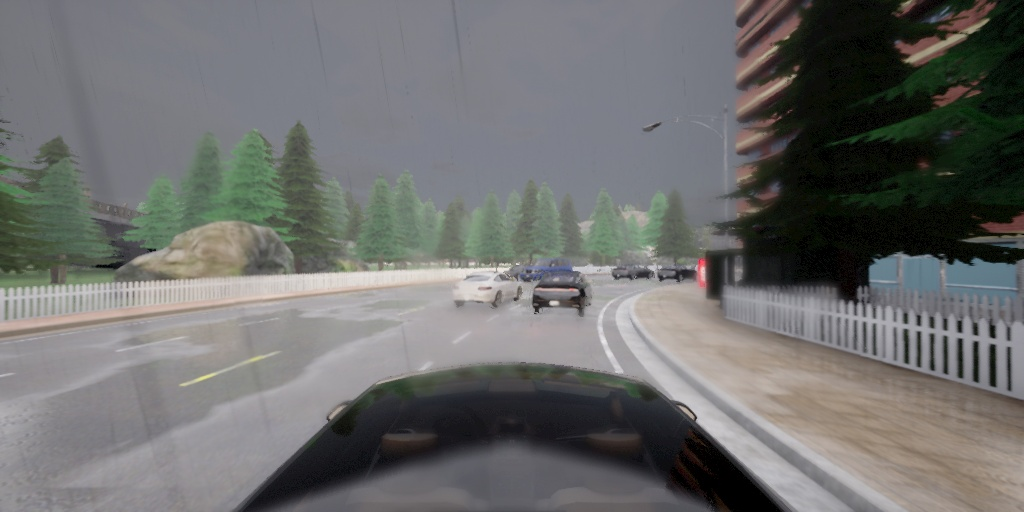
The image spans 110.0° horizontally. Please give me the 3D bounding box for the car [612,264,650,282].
[{"bbox_3d":[11.254,1.523,33.145,4.902,1.511,2.128,0,-1,-40],"label":"car"}]

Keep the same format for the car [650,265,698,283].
[{"bbox_3d":[14.686,1.508,31.408,4.902,1.511,2.128,0,-1,-37],"label":"car"}]

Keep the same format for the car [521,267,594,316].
[{"bbox_3d":[2.109,1.353,14.122,2.128,1.511,4.902,0,0,17],"label":"car"}]

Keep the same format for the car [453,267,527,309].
[{"bbox_3d":[-0.981,1.401,15.846,1.812,1.442,4.674,0,-1,18],"label":"car"}]

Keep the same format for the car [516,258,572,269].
[{"bbox_3d":[3.039,1.227,30.364,2.150,2.045,5.566,-1,-1,41],"label":"car"}]

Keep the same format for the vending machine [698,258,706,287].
[{"bbox_3d":[12.841,1.143,23.633,1.100,2.100,0.880,0,0,42],"label":"vending machine"}]
